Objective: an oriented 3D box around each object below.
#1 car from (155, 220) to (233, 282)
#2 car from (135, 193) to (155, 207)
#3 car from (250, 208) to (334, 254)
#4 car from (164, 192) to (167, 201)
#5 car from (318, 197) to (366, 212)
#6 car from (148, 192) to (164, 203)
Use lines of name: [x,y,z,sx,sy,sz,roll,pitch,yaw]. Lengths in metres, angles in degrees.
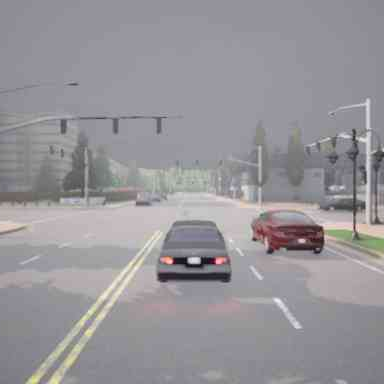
car: [0.061,1.512,9.657,2.033,1.411,5.357,0,0,0]
car: [-7.075,1.300,48.850,1.882,1.535,5.008,0,0,0]
car: [3.580,1.429,13.284,1.882,1.535,5.008,0,0,0]
car: [-6.996,0.943,77.506,2.150,2.045,5.566,0,0,0]
car: [16.186,1.373,35.948,4.892,1.490,1.837,0,0,-1]
car: [-7.009,1.243,64.391,1.882,1.535,5.008,0,0,1]
